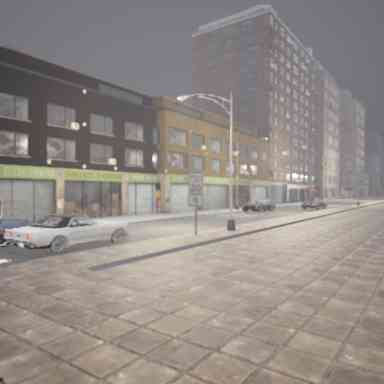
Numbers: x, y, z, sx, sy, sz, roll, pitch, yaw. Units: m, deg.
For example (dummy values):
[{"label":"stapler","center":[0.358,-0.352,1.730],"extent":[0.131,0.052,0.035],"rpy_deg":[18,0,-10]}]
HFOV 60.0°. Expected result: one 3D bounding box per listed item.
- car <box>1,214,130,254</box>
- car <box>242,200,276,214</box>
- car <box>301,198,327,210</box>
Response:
[{"label":"car","center":[-4.740,1.556,13.498],"extent":[1.895,1.301,4.718],"rpy_deg":[0,0,34]},{"label":"car","center":[6.985,1.500,34.623],"extent":[1.895,1.301,4.718],"rpy_deg":[0,0,36]},{"label":"car","center":[15.080,1.445,40.933],"extent":[2.033,1.411,5.357],"rpy_deg":[0,0,36]}]
